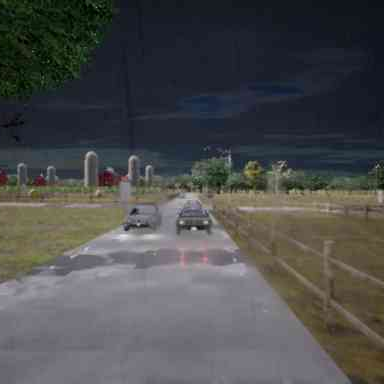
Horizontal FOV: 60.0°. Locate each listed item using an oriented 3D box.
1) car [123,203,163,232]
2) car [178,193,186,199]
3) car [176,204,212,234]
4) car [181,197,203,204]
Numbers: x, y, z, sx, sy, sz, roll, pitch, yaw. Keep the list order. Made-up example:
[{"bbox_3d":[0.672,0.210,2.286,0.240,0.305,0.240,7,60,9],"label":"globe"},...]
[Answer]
[{"bbox_3d":[-2.845,1.472,20.096,1.837,1.490,4.892,0,0,0],"label":"car"},{"bbox_3d":[-2.757,1.073,93.422,2.097,1.767,4.553,0,0,0],"label":"car"},{"bbox_3d":[0.100,1.571,19.009,1.895,1.301,4.718,0,0,0],"label":"car"},{"bbox_3d":[0.093,1.500,32.407,1.994,1.385,4.181,0,0,0],"label":"car"}]
